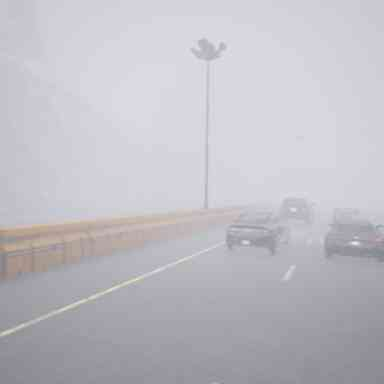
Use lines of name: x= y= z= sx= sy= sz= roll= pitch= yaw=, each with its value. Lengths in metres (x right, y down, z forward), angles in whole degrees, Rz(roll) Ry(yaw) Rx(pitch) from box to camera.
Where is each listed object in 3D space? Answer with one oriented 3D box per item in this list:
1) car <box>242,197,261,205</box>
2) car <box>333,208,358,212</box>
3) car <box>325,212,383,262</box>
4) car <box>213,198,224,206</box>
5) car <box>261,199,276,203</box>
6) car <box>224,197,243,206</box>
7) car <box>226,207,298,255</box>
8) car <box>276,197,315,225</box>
car: x=11.720 y=1.896 z=60.754 sx=2.128 sy=1.511 sz=4.902 roll=1 pitch=0 yaw=35
car: x=11.931 y=1.863 z=25.667 sx=1.895 sy=1.301 sz=4.718 roll=1 pitch=0 yaw=25
car: x=6.282 y=1.699 z=12.923 sx=1.994 sy=1.385 sz=4.181 roll=1 pitch=0 yaw=25
car: x=6.085 y=1.892 z=64.881 sx=2.033 sy=1.411 sz=5.357 roll=1 pitch=0 yaw=35
car: x=14.558 y=1.911 z=58.686 sx=1.882 sy=1.535 sz=5.008 roll=1 pitch=0 yaw=36
car: x=8.566 y=1.720 z=62.353 sx=2.097 sy=1.767 sz=4.553 roll=1 pitch=0 yaw=35
car: x=2.898 y=1.585 z=13.933 sx=2.128 sy=1.511 sz=4.902 roll=1 pitch=0 yaw=24
car: x=8.503 y=1.444 z=26.598 sx=2.150 sy=2.045 sz=5.566 roll=1 pitch=0 yaw=25
